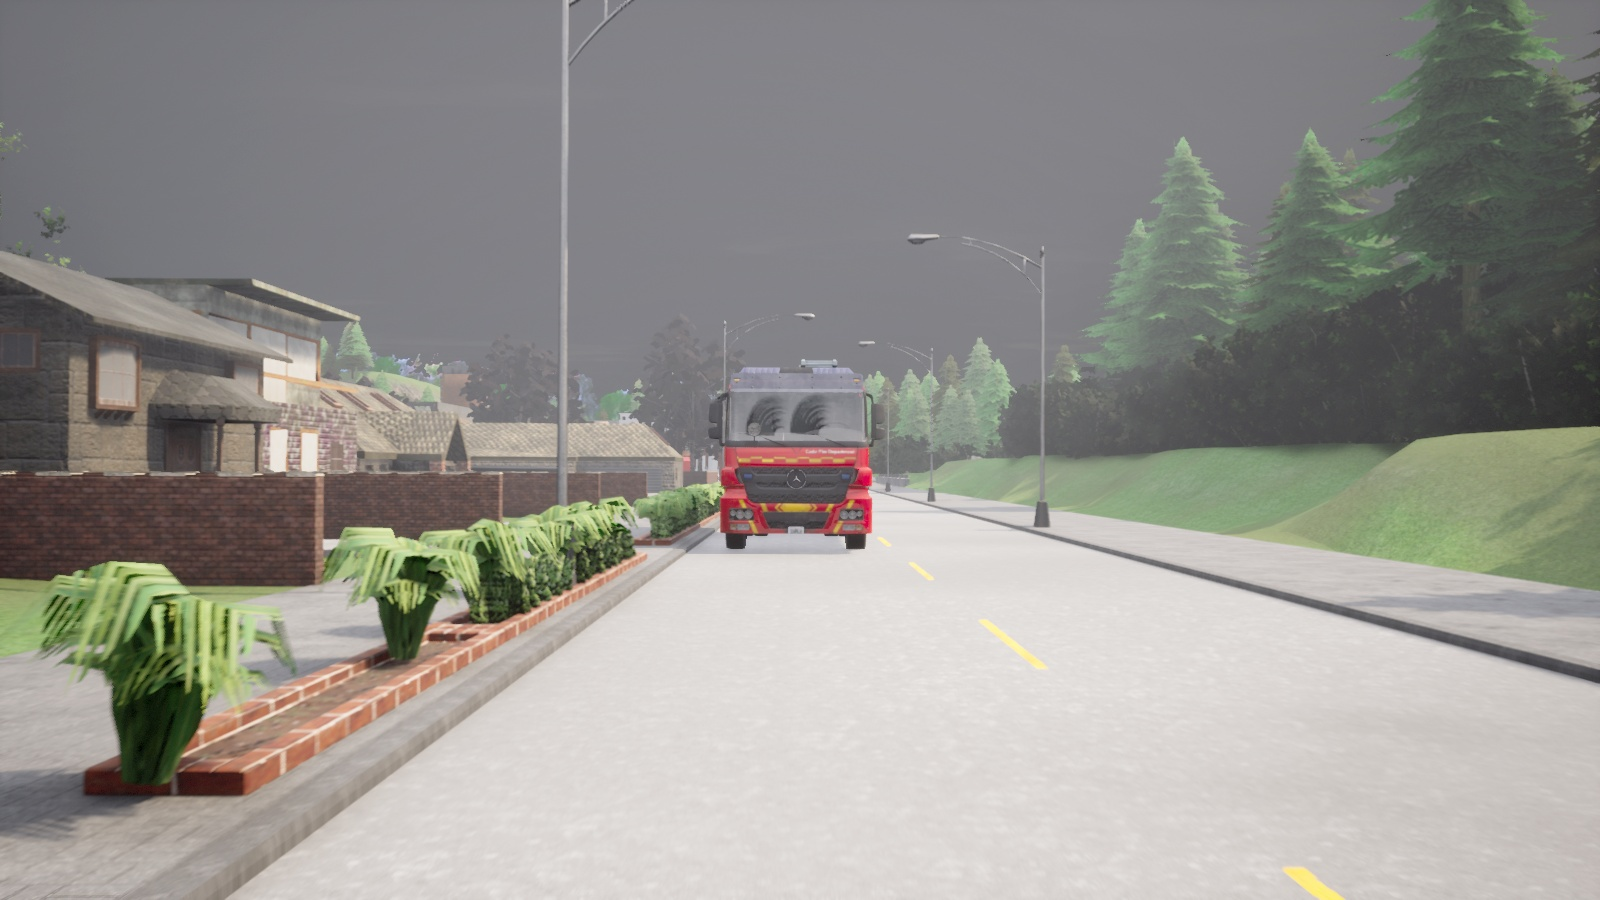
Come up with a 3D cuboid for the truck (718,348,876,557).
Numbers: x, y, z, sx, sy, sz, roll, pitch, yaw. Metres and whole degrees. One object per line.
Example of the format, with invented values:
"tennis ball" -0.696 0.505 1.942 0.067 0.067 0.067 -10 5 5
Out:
"truck" -0.073 0.107 27.302 2.891 3.827 8.468 0 -1 0
